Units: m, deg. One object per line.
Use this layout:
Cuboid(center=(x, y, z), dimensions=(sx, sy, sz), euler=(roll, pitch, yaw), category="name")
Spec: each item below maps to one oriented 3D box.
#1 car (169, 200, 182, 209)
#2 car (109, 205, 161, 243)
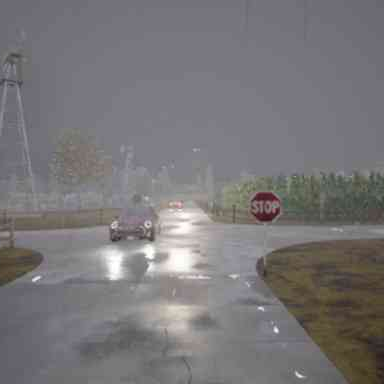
Cuboid(center=(-2.923, 2.152, 59.954), dimensions=(2.097, 1.767, 4.553), euler=(0, -1, 0), category="car")
Cuboid(center=(-2.816, 1.527, 17.312), dimensions=(2.097, 1.767, 4.553), euler=(-1, -1, 0), category="car")
